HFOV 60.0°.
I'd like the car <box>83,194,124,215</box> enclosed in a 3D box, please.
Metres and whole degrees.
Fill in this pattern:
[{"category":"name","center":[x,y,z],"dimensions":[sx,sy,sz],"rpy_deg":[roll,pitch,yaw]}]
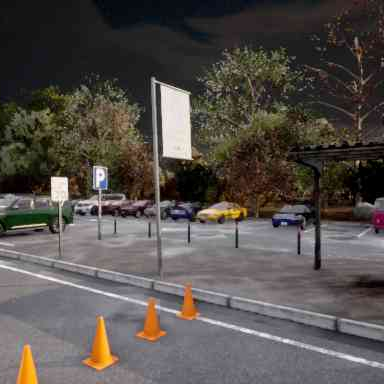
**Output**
[{"category":"car","center":[-8.932,1.209,33.289],"dimensions":[2.435,2.045,5.566],"rpy_deg":[0,0,35]}]

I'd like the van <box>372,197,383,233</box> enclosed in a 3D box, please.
[{"category":"van","center":[11.591,1.263,19.047],"dimensions":[1.878,1.987,4.442],"rpy_deg":[0,0,35]}]

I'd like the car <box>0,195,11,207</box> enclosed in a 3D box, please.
[{"category":"car","center":[-29.254,1.327,47.830],"dimensions":[1.946,1.575,5.366],"rpy_deg":[1,0,35]}]

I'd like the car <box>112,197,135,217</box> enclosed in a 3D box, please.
[{"category":"car","center":[-4.370,1.466,30.126],"dimensions":[2.097,1.535,5.008],"rpy_deg":[0,0,35]}]

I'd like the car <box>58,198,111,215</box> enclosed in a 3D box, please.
[{"category":"car","center":[-11.189,1.458,34.903],"dimensions":[2.231,1.521,4.892],"rpy_deg":[0,0,35]}]

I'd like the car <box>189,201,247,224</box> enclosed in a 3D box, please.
[{"category":"car","center":[2.333,1.473,25.183],"dimensions":[1.946,1.575,5.366],"rpy_deg":[0,0,35]}]

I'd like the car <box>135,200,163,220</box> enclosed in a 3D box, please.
[{"category":"car","center":[-2.098,1.471,28.531],"dimensions":[2.231,1.521,4.892],"rpy_deg":[0,0,35]}]

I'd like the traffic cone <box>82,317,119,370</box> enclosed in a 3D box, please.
[{"category":"traffic cone","center":[-1.212,1.956,4.417],"dimensions":[0.340,0.580,0.340],"rpy_deg":[0,0,35]}]

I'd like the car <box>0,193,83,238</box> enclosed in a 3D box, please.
[{"category":"car","center":[-8.926,1.219,17.300],"dimensions":[2.435,2.045,5.566],"rpy_deg":[0,0,35]}]

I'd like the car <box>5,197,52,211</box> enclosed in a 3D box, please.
[{"category":"car","center":[-20.260,1.447,41.319],"dimensions":[2.163,1.488,4.792],"rpy_deg":[0,0,35]}]

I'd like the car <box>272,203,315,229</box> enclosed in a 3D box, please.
[{"category":"car","center":[6.966,1.512,22.119],"dimensions":[2.163,1.488,4.792],"rpy_deg":[0,0,35]}]

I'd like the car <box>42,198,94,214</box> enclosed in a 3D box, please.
[{"category":"car","center":[-13.462,1.451,36.501],"dimensions":[2.097,1.535,5.008],"rpy_deg":[0,0,35]}]

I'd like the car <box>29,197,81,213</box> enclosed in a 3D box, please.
[{"category":"car","center":[-15.625,1.440,38.253],"dimensions":[1.946,1.575,5.366],"rpy_deg":[0,0,35]}]

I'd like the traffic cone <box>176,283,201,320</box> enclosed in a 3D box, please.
[{"category":"traffic cone","center":[-0.062,1.956,6.049],"dimensions":[0.340,0.580,0.340],"rpy_deg":[0,0,36]}]

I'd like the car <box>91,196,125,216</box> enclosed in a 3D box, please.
[{"category":"car","center":[-6.642,1.463,31.721],"dimensions":[2.097,1.535,5.008],"rpy_deg":[0,0,35]}]

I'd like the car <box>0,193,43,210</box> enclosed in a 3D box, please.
[{"category":"car","center":[-22.562,1.148,42.866],"dimensions":[2.435,2.045,5.566],"rpy_deg":[0,0,35]}]

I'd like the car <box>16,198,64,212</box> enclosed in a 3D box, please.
[{"category":"car","center":[-18.016,1.464,39.671],"dimensions":[2.163,1.488,4.792],"rpy_deg":[0,0,35]}]

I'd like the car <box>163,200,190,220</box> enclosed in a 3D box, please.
[{"category":"car","center":[0.185,1.503,26.954],"dimensions":[2.163,1.488,4.792],"rpy_deg":[0,0,35]}]

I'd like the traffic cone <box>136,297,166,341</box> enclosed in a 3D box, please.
[{"category":"traffic cone","center":[-0.637,1.956,5.233],"dimensions":[0.340,0.580,0.340],"rpy_deg":[0,0,35]}]

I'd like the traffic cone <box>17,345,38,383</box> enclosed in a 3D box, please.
[{"category":"traffic cone","center":[-1.787,1.956,3.600],"dimensions":[0.340,0.580,0.340],"rpy_deg":[0,0,35]}]
